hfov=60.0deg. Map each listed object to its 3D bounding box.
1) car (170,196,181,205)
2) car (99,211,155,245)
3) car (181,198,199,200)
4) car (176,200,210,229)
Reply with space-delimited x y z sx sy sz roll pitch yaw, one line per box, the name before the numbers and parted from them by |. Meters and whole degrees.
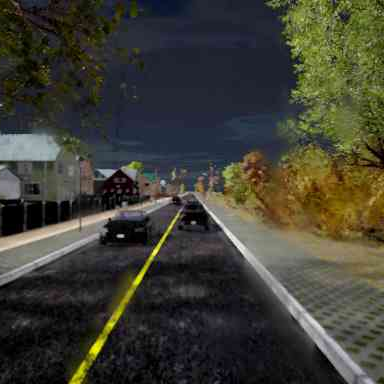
car | -2.783 1.499 58.460 1.837 1.490 4.892 0 0 1
car | -2.850 1.560 15.264 1.994 1.385 4.181 0 0 0
car | 0.101 1.485 39.637 2.128 1.511 4.902 0 0 0
car | 0.096 1.502 21.447 1.837 1.490 4.892 0 0 0
